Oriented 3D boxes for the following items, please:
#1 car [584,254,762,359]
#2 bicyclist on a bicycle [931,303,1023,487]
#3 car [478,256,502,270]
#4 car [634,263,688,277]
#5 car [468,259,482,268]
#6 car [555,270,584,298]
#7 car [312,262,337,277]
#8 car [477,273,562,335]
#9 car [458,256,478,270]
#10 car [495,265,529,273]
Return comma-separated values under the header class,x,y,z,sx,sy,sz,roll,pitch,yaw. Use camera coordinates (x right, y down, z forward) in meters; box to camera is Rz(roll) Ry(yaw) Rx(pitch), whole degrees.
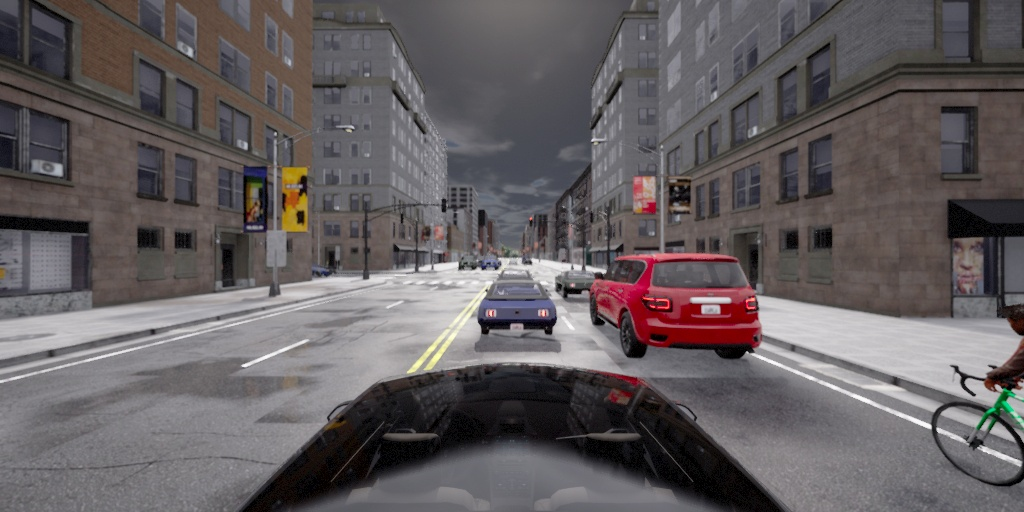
class,x,y,z,sx,sy,sz,roll,pitch,yaw
car,3.348,0.970,8.566,2.150,2.045,5.566,0,0,2
bicyclist on a bicycle,4.150,1.203,2.732,0.582,1.620,1.656,0,0,0
car,-3.128,0.969,51.897,2.150,2.045,5.566,0,0,2
car,15.189,1.396,36.618,4.718,1.301,1.895,0,0,0
car,-6.353,1.310,61.603,1.994,1.385,4.181,0,0,0
car,3.310,1.348,18.335,1.895,1.301,4.718,0,0,0
car,-19.576,1.269,33.937,5.357,1.411,2.033,0,0,0
car,0.131,1.349,10.491,1.895,1.301,4.718,0,0,0
car,-6.403,0.969,52.197,2.150,2.045,5.566,0,0,0
car,0.164,1.348,19.596,1.895,1.301,4.718,0,0,0
